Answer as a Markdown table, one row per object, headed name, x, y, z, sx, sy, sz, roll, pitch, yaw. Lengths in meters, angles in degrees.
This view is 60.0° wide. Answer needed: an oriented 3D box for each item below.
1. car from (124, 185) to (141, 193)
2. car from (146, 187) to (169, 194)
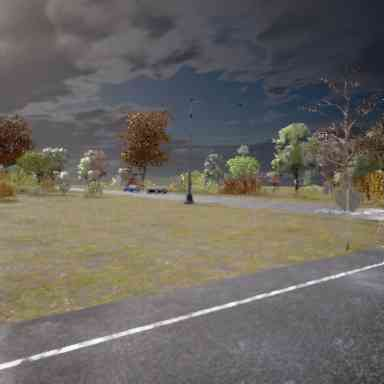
| name | x | y | z | sx | sy | sz | roll | pitch | yaw |
| --- | --- | --- | --- | --- | --- | --- | --- | --- | --- |
| car | -11.519 | -0.659 | 64.214 | 1.812 | 1.442 | 4.674 | 0 | 2 | -36 |
| car | -5.949 | -0.277 | 56.445 | 1.895 | 1.301 | 4.718 | 0 | 2 | -36 |
